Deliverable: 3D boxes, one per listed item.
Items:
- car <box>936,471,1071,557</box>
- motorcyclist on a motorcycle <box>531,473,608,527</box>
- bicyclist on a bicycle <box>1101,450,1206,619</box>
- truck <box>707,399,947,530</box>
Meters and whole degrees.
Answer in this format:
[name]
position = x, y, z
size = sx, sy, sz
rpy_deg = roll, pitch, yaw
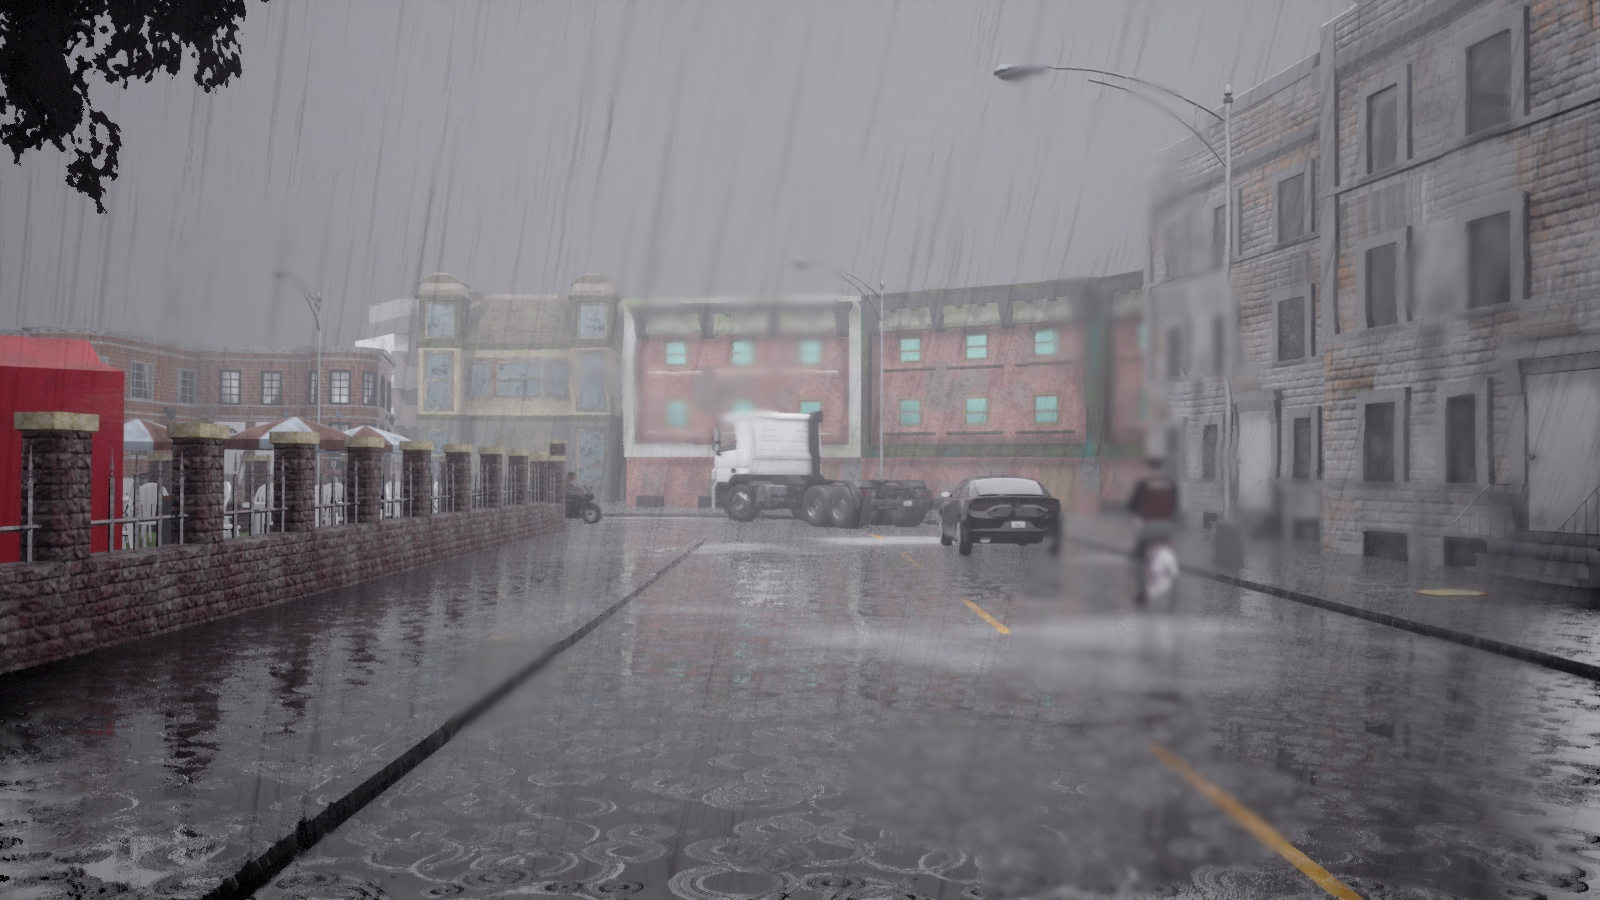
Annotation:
[car]
position = 3.931, 1.197, 25.091
size = 1.882, 1.535, 5.008
rpy_deg = 0, -1, 0
[motorcyclist on a motorcycle]
position = -6.624, 1.429, 36.115
size = 2.044, 1.523, 0.797
rpy_deg = 0, 0, 5
[bicyclist on a bicycle]
position = 3.960, 0.908, 14.204
size = 0.659, 1.776, 1.843
rpy_deg = 0, -1, 0
[truck]
position = 0.578, 0.456, 37.250
size = 2.891, 3.462, 7.936
rpy_deg = 1, -1, -36
